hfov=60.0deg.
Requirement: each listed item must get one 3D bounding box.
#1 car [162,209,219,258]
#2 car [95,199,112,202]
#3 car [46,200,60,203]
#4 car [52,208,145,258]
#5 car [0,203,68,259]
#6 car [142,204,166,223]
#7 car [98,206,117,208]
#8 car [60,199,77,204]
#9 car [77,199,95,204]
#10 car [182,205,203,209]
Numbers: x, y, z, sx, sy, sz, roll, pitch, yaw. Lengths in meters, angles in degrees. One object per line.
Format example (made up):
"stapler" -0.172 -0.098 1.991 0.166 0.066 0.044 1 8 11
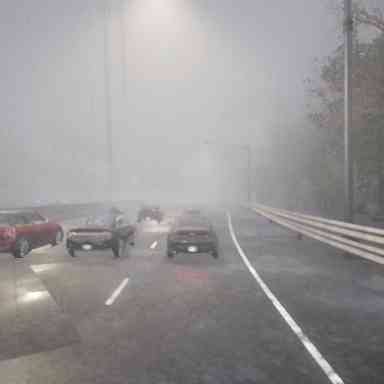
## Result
"car" 0.039 1.654 13.474 1.837 1.490 4.892 0 0 1
"car" -17.421 2.139 67.427 2.097 1.767 4.553 0 -1 0
"car" -27.921 2.262 67.407 1.882 1.535 5.008 0 -1 0
"car" -3.460 1.640 13.484 2.128 1.511 4.902 0 0 1
"car" -6.960 1.497 13.402 2.097 1.767 4.553 0 -1 1
"car" -3.443 1.822 28.501 1.837 1.490 4.892 0 0 1
"car" -6.955 1.852 27.523 2.033 1.411 5.357 0 -1 0
"car" -24.421 2.284 67.403 1.837 1.490 4.892 0 -1 0
"car" -20.921 2.140 67.431 2.097 1.767 4.553 0 -1 0
"car" 0.063 1.845 28.869 1.812 1.442 4.674 0 0 1
